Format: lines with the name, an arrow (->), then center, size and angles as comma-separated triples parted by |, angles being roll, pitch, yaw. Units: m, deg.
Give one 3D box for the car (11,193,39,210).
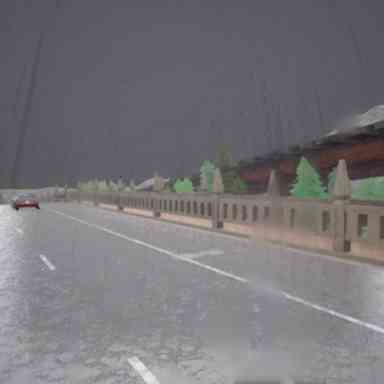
car -> -15.084, 0.794, 29.966 | 1.994, 1.385, 4.181 | -1, 2, -33
